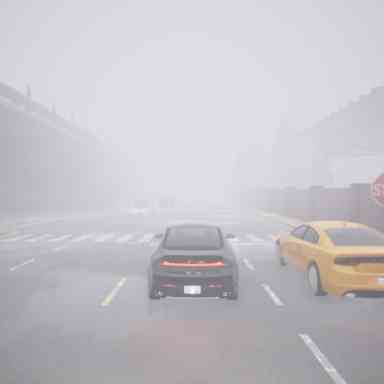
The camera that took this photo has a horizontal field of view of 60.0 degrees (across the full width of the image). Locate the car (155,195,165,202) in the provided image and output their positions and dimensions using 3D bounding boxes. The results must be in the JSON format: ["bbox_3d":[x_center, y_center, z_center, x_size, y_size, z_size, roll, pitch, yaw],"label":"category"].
[{"bbox_3d":[-7.450,1.508,78.486,2.033,1.411,5.357,0,0,-1],"label":"car"}]

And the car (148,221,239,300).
[{"bbox_3d":[0.059,1.505,8.379,1.837,1.490,4.892,0,0,1],"label":"car"}]

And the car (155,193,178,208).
[{"bbox_3d":[-3.503,1.219,47.165,2.150,2.045,5.566,0,0,-1],"label":"car"}]

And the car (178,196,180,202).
[{"bbox_3d":[-3.751,1.492,63.839,2.128,1.511,4.902,0,0,0],"label":"car"}]

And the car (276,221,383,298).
[{"bbox_3d":[3.565,1.477,8.581,1.882,1.535,5.008,0,0,1],"label":"car"}]

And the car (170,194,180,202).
[{"bbox_3d":[-3.948,1.337,78.399,2.097,1.767,4.553,0,0,-1],"label":"car"}]

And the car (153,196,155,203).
[{"bbox_3d":[-7.239,1.476,62.973,1.882,1.535,5.008,0,0,0],"label":"car"}]

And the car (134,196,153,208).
[{"bbox_3d":[-7.007,1.600,46.879,1.895,1.301,4.718,0,0,-1],"label":"car"}]
